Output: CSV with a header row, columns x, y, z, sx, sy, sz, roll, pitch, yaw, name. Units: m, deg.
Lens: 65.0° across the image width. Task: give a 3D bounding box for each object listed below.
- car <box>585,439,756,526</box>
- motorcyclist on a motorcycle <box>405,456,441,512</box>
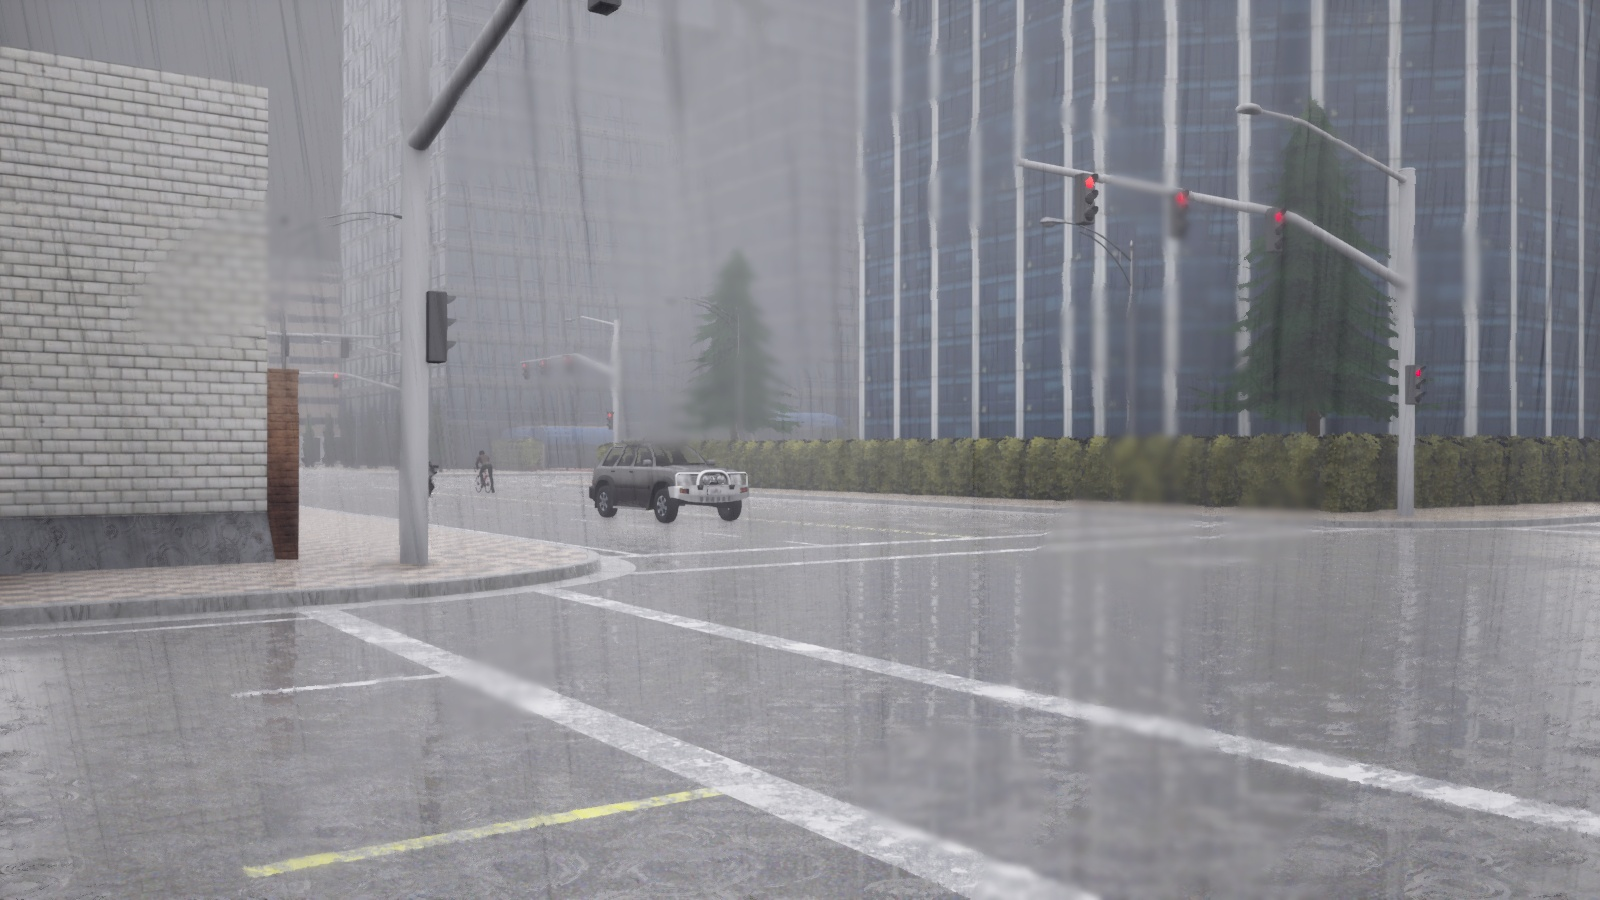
x,y,z,sx,sy,sz,roll,pitch,yaw,name
-3.097,0.695,29.092,1.932,1.855,4.605,0,0,-35,car
-10.807,0.946,35.953,0.866,1.530,2.191,0,0,-20,motorcyclist on a motorcycle
